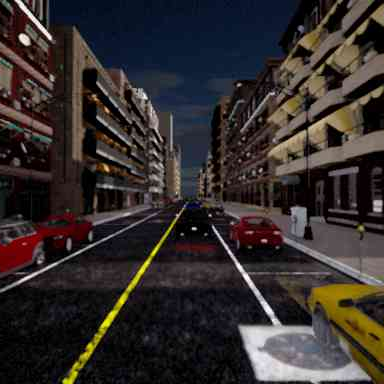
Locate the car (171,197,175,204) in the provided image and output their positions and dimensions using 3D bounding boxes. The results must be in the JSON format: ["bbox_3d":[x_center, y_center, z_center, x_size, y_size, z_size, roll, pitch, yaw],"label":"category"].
[{"bbox_3d":[-5.686,2.226,82.273,2.192,1.841,5.009,0,-1,0],"label":"car"}]

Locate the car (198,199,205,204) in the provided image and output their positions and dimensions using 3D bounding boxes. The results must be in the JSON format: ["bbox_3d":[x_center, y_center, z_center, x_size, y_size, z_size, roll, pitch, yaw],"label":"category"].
[{"bbox_3d":[2.694,2.617,93.538,1.802,1.307,4.206,0,-1,0],"label":"car"}]

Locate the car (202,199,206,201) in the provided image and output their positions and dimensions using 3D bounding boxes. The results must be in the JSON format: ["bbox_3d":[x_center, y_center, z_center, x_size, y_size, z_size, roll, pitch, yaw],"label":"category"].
[{"bbox_3d":[2.694,2.191,59.892,1.752,1.417,4.829,0,-1,0],"label":"car"}]

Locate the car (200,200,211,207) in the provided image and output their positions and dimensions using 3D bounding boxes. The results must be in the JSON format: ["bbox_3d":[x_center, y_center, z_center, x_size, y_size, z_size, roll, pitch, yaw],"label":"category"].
[{"bbox_3d":[2.694,2.291,65.358,1.947,1.339,4.313,0,-1,0],"label":"car"}]

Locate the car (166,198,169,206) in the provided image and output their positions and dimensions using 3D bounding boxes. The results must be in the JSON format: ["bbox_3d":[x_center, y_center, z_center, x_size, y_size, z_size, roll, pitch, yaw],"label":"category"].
[{"bbox_3d":[-5.688,2.214,59.727,2.008,1.369,4.403,0,-1,0],"label":"car"}]

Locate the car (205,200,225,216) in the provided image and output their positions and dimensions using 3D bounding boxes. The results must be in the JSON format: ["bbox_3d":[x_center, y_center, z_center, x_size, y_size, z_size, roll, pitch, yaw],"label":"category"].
[{"bbox_3d":[2.693,1.966,37.178,2.008,1.369,4.403,0,-1,0],"label":"car"}]

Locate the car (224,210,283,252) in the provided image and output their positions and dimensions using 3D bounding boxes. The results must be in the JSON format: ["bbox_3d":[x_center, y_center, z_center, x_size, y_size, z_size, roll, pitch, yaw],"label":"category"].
[{"bbox_3d":[2.692,1.710,14.636,1.887,1.381,4.507,0,-1,0],"label":"car"}]

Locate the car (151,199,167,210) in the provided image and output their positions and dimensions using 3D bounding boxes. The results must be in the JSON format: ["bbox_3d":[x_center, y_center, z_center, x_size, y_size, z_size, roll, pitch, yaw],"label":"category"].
[{"bbox_3d":[-5.687,2.152,54.090,2.008,1.369,4.403,0,-1,0],"label":"car"}]

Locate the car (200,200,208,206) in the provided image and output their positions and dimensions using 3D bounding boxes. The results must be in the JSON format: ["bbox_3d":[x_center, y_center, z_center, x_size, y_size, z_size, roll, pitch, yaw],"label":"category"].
[{"bbox_3d":[2.694,2.431,76.630,1.802,1.307,4.206,0,-1,0],"label":"car"}]

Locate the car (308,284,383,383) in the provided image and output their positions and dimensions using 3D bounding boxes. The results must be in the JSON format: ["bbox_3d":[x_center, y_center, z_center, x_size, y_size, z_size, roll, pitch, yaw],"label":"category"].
[{"bbox_3d":[2.692,1.567,3.534,1.752,1.417,4.829,0,-1,0],"label":"car"}]

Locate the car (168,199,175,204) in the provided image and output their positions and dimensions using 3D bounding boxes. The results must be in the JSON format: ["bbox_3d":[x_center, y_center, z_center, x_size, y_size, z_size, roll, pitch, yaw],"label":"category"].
[{"bbox_3d":[-5.686,2.558,93.372,1.752,1.417,4.829,0,-1,0],"label":"car"}]

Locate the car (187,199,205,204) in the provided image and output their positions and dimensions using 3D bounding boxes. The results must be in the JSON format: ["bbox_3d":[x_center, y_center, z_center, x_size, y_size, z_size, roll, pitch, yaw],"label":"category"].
[{"bbox_3d":[0.101,1.884,36.403,1.882,1.535,5.008,0,-1,0],"label":"car"}]

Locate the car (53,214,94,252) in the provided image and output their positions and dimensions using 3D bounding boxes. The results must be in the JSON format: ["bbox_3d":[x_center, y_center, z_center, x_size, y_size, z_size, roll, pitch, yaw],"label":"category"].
[{"bbox_3d":[-5.688,1.709,14.640,1.887,1.381,4.507,0,-1,0],"label":"car"}]

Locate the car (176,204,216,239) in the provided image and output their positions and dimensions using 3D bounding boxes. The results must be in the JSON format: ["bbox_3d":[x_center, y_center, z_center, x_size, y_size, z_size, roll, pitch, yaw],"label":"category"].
[{"bbox_3d":[0.114,1.689,18.855,1.882,1.535,5.008,0,-1,0],"label":"car"}]

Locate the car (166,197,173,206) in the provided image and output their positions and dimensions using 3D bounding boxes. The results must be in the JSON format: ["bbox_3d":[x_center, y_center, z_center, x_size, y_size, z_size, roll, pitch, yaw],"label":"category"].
[{"bbox_3d":[-5.687,2.332,70.999,1.887,1.381,4.507,0,-1,0],"label":"car"}]

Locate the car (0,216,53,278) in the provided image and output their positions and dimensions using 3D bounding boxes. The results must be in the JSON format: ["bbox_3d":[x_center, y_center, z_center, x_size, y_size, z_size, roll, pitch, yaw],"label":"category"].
[{"bbox_3d":[-5.688,1.542,9.004,1.967,1.590,4.097,0,-1,0],"label":"car"}]
